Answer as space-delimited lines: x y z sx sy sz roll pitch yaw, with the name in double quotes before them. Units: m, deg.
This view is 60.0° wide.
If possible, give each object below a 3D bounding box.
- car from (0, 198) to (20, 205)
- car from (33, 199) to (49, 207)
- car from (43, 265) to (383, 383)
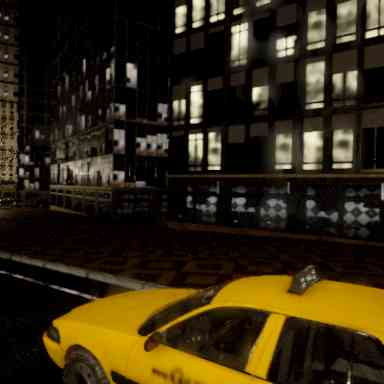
"car" -34.943 1.744 62.616 4.403 1.369 2.008 1 1 -34
"car" -25.816 1.982 59.317 4.507 1.381 1.887 1 1 -34
"car" 0.726 1.456 3.044 5.366 1.575 1.801 0 0 35
